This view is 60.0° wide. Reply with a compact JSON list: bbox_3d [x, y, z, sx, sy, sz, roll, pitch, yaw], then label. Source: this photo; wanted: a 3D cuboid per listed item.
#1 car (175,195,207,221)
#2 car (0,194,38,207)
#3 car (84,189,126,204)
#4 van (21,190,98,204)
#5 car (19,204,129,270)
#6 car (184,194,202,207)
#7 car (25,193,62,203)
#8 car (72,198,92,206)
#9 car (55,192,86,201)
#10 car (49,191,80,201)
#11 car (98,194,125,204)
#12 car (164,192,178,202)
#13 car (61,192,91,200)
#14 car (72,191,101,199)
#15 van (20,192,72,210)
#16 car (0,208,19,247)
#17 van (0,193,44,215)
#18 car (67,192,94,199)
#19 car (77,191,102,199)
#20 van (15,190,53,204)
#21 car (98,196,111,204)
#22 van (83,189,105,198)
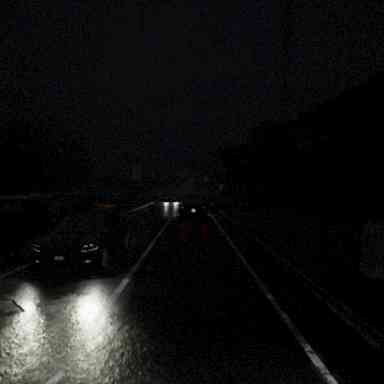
[{"bbox_3d":[0.101,1.249,24.643,2.163,1.488,4.792,0,1,0],"label":"car"},{"bbox_3d":[-22.048,1.040,41.272,4.792,1.488,2.163,0,1,0],"label":"car"},{"bbox_3d":[-8.956,0.900,31.054,5.566,2.045,2.435,0,1,0],"label":"car"},{"bbox_3d":[-9.090,1.040,22.645,4.442,1.987,1.878,0,1,0],"label":"van"},{"bbox_3d":[-3.350,1.375,10.863,1.882,1.535,5.008,0,1,0],"label":"car"},{"bbox_3d":[0.102,1.068,41.696,2.033,1.411,5.357,0,1,0],"label":"car"},{"bbox_3d":[-22.085,0.937,49.597,4.674,1.452,2.002,0,1,0],"label":"car"},{"bbox_3d":[-8.964,1.304,19.845,5.008,1.535,2.097,0,1,0],"label":"car"},{"bbox_3d":[-22.109,0.748,60.699,5.008,1.535,2.097,0,1,0],"label":"car"},{"bbox_3d":[-22.131,0.659,57.922,4.553,1.767,2.185,0,1,0],"label":"car"},{"bbox_3d":[-8.795,1.186,28.254,5.366,1.575,1.946,0,1,0],"label":"car"},{"bbox_3d":[-3.311,0.840,53.789,1.837,1.490,4.892,0,1,0],"label":"car"},{"bbox_3d":[-22.100,0.712,63.474,4.892,1.521,2.231,0,1,0],"label":"car"},{"bbox_3d":[-21.928,0.636,69.023,5.366,1.575,1.946,0,1,0],"label":"car"},{"bbox_3d":[-8.849,1.116,17.035,4.442,1.987,1.878,0,1,0],"label":"van"},{"bbox_3d":[-8.987,1.438,11.434,4.792,1.488,2.163,0,1,0],"label":"car"},{"bbox_3d":[-9.078,1.149,14.234,4.442,1.987,1.878,0,1,0],"label":"van"},{"bbox_3d":[-22.139,0.704,66.249,4.792,1.488,2.163,0,1,0],"label":"car"},{"bbox_3d":[-22.147,0.633,71.800,4.792,1.488,2.163,0,1,0],"label":"car"},{"bbox_3d":[-22.201,0.709,46.818,4.442,1.987,1.878,0,1,0],"label":"van"},{"bbox_3d":[-8.979,1.268,25.452,4.674,1.452,2.002,0,1,0],"label":"car"},{"bbox_3d":[-22.004,0.341,74.570,4.442,1.987,1.878,0,1,0],"label":"van"}]
